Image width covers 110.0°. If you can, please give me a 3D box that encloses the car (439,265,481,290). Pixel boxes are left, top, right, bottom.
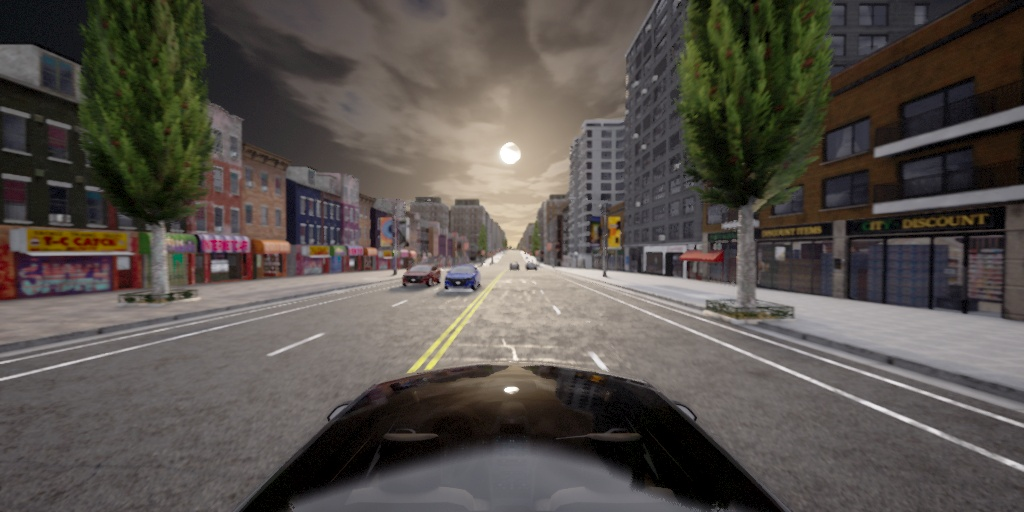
[{"bbox_3d":[-3.105,1.312,23.323,1.882,1.535,5.008,0,-1,1],"label":"car"}]

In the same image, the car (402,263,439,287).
[{"bbox_3d":[-6.337,1.308,25.667,1.882,1.535,5.008,0,-1,1],"label":"car"}]
